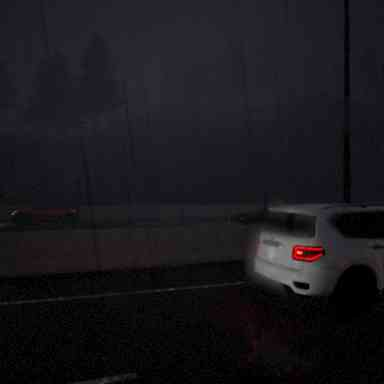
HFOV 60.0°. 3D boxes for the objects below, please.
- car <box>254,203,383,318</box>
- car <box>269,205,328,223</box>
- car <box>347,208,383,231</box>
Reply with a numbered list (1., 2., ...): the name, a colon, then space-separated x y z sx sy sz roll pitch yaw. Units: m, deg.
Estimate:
1. car: 4.136 1.285 7.570 5.566 2.045 2.150 0 0 -19
2. car: 9.107 1.823 28.494 4.718 1.301 1.895 0 0 -24
3. car: 13.015 1.788 22.569 4.718 1.301 1.895 0 0 -24
